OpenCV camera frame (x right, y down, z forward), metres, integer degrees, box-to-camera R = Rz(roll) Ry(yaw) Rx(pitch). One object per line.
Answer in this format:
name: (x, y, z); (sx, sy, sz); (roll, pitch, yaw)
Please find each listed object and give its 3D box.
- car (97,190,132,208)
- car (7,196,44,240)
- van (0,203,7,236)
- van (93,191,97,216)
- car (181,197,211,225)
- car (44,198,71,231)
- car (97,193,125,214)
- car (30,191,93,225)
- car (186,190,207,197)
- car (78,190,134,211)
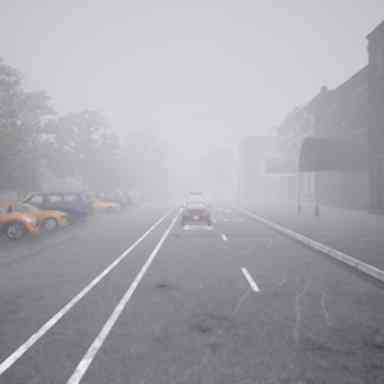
car: (-9.188, 0.902, 32.746); (5.566, 2.045, 2.435); (-1, 0, -19)
car: (-9.380, 1.231, 14.963); (4.553, 1.767, 2.185); (-1, 0, -20)
van: (-9.481, 1.160, 11.965); (4.442, 1.987, 1.878); (-1, 1, -20)
van: (-9.389, 1.037, 23.807); (4.442, 1.987, 1.878); (-1, 1, -19)
car: (0.254, 1.322, 22.127); (1.812, 1.442, 4.674); (0, 1, 0)
car: (-9.335, 1.326, 17.939); (5.008, 1.535, 2.097); (-1, 0, -20)
car: (-9.069, 1.184, 29.850); (5.366, 1.575, 1.946); (-1, 0, -20)
car: (-9.335, 1.044, 20.880); (5.566, 2.045, 2.435); (-1, 1, -20)
car: (0.411, 0.786, 41.360); (2.150, 2.045, 5.566); (0, 1, 1)
car: (-9.212, 0.867, 35.674); (5.566, 2.045, 2.435); (-1, 1, -19)
